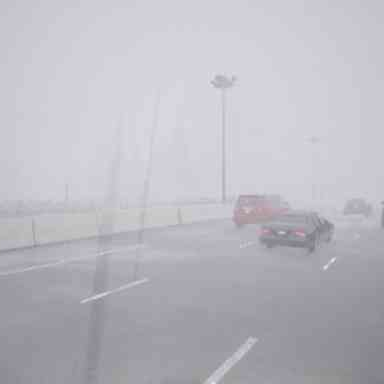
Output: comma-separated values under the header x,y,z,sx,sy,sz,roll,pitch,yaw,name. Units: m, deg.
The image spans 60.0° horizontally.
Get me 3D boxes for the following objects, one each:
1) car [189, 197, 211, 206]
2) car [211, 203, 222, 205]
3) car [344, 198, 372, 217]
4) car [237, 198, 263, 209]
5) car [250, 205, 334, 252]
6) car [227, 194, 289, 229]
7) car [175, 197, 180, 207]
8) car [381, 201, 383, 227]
x,y,z,sx,sy,sz,roll,pitch,yaw,name
1.791,1.490,48.970,1.837,1.490,4.892,0,-1,33,car
5.070,1.512,47.596,1.837,1.490,4.892,0,-1,33,car
15.886,1.392,31.741,2.097,1.767,4.553,0,0,32,car
8.098,1.549,45.834,1.812,1.442,4.674,0,0,33,car
4.453,1.471,13.647,2.033,1.411,5.357,0,0,32,car
4.417,1.139,20.138,2.150,2.045,5.566,0,0,32,car
-1.519,1.485,50.295,1.812,1.442,4.674,0,0,33,car
13.793,1.212,21.872,2.150,2.045,5.566,0,0,32,car
